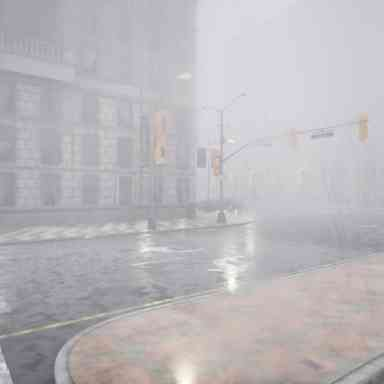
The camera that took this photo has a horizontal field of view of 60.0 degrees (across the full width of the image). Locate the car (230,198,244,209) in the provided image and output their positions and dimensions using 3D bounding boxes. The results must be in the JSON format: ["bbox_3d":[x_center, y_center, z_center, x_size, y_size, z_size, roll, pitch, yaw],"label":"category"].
[{"bbox_3d":[4.900,1.505,44.684,1.837,1.490,4.892,0,0,-36],"label":"car"}]

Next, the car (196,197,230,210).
[{"bbox_3d":[2.339,1.564,42.252,1.994,1.385,4.181,0,0,-36],"label":"car"}]

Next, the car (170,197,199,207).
[{"bbox_3d":[-1.241,1.547,53.279,2.033,1.411,5.357,0,0,-35],"label":"car"}]
